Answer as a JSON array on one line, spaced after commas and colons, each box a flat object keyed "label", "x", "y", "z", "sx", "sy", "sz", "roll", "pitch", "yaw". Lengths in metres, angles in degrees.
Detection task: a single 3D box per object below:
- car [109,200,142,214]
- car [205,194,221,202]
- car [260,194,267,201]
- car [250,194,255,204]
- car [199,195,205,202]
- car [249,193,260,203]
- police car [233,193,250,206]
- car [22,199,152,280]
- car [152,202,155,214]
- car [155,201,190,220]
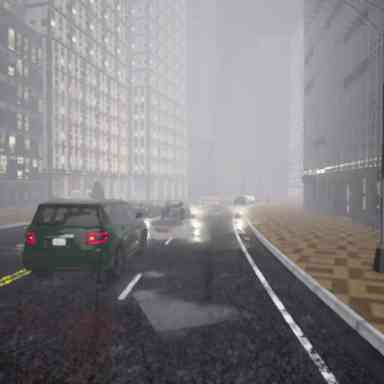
[{"label": "car", "x": -7.004, "y": 1.555, "z": 35.526, "sx": 1.895, "sy": 1.301, "sz": 4.718, "roll": 0, "pitch": 0, "yaw": 9}, {"label": "car", "x": 4.883, "y": 1.317, "z": 71.627, "sx": 2.097, "sy": 1.767, "sz": 4.553, "roll": 0, "pitch": 0, "yaw": 17}, {"label": "car", "x": 18.056, "y": 1.620, "z": 88.675, "sx": 1.895, "sy": 1.301, "sz": 4.718, "roll": 1, "pitch": 0, "yaw": 21}, {"label": "car", "x": 10.775, "y": 1.565, "z": 65.432, "sx": 1.812, "sy": 1.442, "sz": 4.674, "roll": 0, "pitch": 0, "yaw": 17}, {"label": "car", "x": 2.893, "y": 1.453, "z": 75.956, "sx": 1.812, "sy": 1.442, "sz": 4.674, "roll": 0, "pitch": 0, "yaw": 18}, {"label": "car", "x": 12.548, "y": 1.272, "z": 71.041, "sx": 2.150, "sy": 2.045, "sz": 5.566, "roll": 0, "pitch": 0, "yaw": 18}, {"label": "police car", "x": 8.185, "y": 1.452, "z": 56.143, "sx": 1.930, "sy": 1.638, "sz": 5.238, "roll": 0, "pitch": 0, "yaw": 14}, {"label": "car", "x": -2.843, "y": 1.211, "z": 10.109, "sx": 2.150, "sy": 2.045, "sz": 5.566, "roll": 0, "pitch": 0, "yaw": 3}, {"label": "car", "x": -4.362, "y": 1.571, "z": 31.136, "sx": 1.895, "sy": 1.301, "sz": 4.718, "roll": 0, "pitch": 0, "yaw": 8}, {"label": "car", "x": -1.322, "y": 1.477, "z": 27.684, "sx": 2.128, "sy": 1.511, "sz": 4.902, "roll": 0, "pitch": 0, "yaw": 7}]
